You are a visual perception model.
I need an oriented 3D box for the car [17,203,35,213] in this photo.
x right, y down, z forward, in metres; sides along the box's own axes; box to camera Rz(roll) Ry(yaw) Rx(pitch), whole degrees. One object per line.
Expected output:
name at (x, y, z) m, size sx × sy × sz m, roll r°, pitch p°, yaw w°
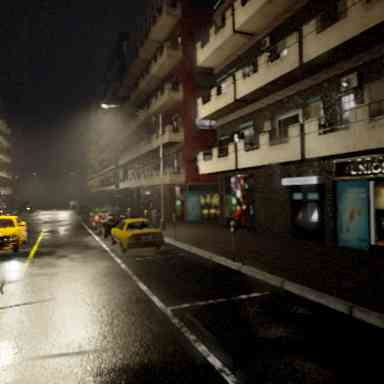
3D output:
car at (-26.856, 2.862, 53.375) m, size 2.008 × 1.369 × 4.403 m, roll -2°, pitch 0°, yaw -22°

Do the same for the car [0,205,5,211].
car at (-16.533, 2.059, 27.348) m, size 2.192 × 1.841 × 5.009 m, roll -2°, pitch 0°, yaw -22°

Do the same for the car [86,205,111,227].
car at (-6.666, 1.901, 25.209) m, size 1.967 × 1.590 × 4.097 m, roll -2°, pitch 0°, yaw -22°

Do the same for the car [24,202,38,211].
car at (-28.932, 2.740, 58.583) m, size 2.192 × 1.841 × 5.009 m, roll -2°, pitch 0°, yaw -22°

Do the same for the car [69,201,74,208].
car at (-23.196, 2.809, 66.856) m, size 1.967 × 1.590 × 4.097 m, roll -2°, pitch 0°, yaw -22°

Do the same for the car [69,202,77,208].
car at (-31.458, 3.371, 87.677) m, size 1.887 × 1.381 × 4.507 m, roll -2°, pitch 0°, yaw -22°

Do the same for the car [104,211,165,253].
car at (-2.592, 1.764, 14.955) m, size 1.752 × 1.417 × 4.829 m, roll -2°, pitch 0°, yaw -22°

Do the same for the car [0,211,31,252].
car at (-8.978, 1.891, 15.653) m, size 1.882 × 1.535 × 5.008 m, roll -1°, pitch -1°, yaw -21°

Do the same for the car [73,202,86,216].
car at (-14.926, 2.480, 46.031) m, size 1.947 × 1.339 × 4.313 m, roll -2°, pitch 0°, yaw -22°

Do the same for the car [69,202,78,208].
car at (-29.391, 3.262, 82.471) m, size 2.008 × 1.369 × 4.403 m, roll -2°, pitch 0°, yaw -22°

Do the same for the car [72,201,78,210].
car at (-16.993, 2.579, 51.238) m, size 2.008 × 1.369 × 4.403 m, roll -2°, pitch 0°, yaw -22°

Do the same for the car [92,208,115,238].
car at (-4.594, 1.914, 20.002) m, size 1.947 × 1.339 × 4.313 m, roll -2°, pitch 0°, yaw -22°

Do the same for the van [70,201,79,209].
van at (-27.333, 2.939, 77.267) m, size 1.690 × 1.788 × 3.998 m, roll -2°, pitch 0°, yaw -22°
